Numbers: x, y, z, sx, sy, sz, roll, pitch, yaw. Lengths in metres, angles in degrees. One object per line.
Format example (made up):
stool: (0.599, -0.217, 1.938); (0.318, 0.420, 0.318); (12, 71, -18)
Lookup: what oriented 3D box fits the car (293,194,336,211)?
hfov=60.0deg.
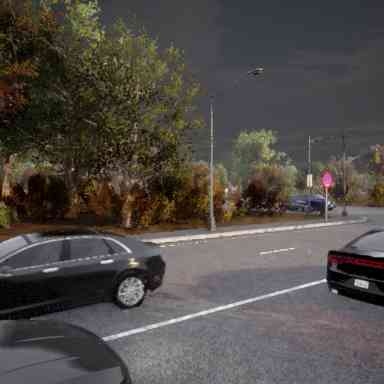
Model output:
car: (14.720, 1.221, 40.663); (2.150, 2.045, 5.566); (0, 0, -31)

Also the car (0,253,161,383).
car: (-2.697, 1.505, 1.815); (4.892, 1.490, 1.837); (0, 0, -36)

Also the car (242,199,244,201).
car: (7.591, 1.522, 45.319); (1.812, 1.442, 4.674); (0, 0, -32)

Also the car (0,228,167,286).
car: (-2.815, 1.505, 6.281); (4.892, 1.490, 1.837); (0, 0, -36)

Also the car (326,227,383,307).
car: (5.022, 1.478, 7.349); (5.008, 1.535, 1.882); (0, 0, -36)

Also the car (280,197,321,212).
car: (12.118, 1.564, 38.193); (1.994, 1.385, 4.181); (0, 0, -32)
